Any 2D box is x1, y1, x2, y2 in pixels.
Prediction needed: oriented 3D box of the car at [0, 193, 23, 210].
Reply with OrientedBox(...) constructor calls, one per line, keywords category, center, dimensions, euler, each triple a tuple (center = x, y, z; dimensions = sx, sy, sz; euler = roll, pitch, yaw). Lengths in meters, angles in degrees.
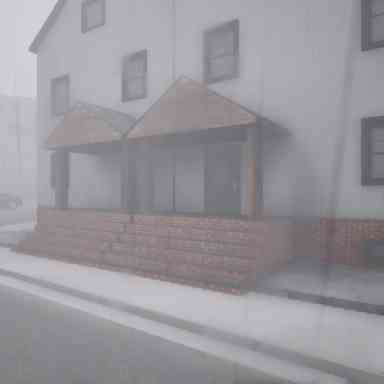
OrientedBox(category="car", center=(-16.157, 0.891, 26.523), dimensions=(1.837, 1.490, 4.892), euler=(0, 7, 35))
